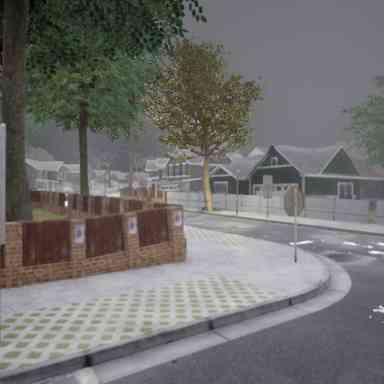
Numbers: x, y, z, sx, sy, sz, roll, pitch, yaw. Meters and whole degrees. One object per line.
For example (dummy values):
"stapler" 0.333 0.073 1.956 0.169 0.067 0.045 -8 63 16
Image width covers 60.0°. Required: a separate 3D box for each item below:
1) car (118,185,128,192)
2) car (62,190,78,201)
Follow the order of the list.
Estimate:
"car" -19.154 -0.876 91.885 1.812 1.442 4.674 0 2 -1
"car" -17.549 0.481 47.364 1.837 1.490 4.892 0 1 -31
